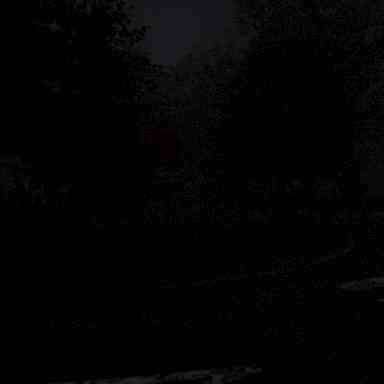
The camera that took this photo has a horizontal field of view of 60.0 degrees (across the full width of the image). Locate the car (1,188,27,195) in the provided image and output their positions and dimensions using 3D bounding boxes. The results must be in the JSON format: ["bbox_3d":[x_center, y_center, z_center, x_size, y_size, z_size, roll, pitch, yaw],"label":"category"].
[{"bbox_3d":[-38.412,-0.115,71.950,4.674,1.452,2.002,-1,2,-21],"label":"car"}]

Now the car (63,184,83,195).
[{"bbox_3d":[-21.644,-0.164,63.422,4.553,1.767,2.185,-1,2,-21],"label":"car"}]

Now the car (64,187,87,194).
[{"bbox_3d":[-27.767,-0.395,79.227,5.008,1.535,2.097,-1,2,-21],"label":"car"}]

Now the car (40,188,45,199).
[{"bbox_3d":[-21.883,0.384,50.802,1.895,1.301,4.718,-1,1,-21],"label":"car"}]

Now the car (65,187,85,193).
[{"bbox_3d":[-29.792,-0.492,84.499,4.792,1.488,2.163,-1,2,-21],"label":"car"}]

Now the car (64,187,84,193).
[{"bbox_3d":[-31.926,-0.650,89.859,5.008,1.535,2.097,-1,2,-21],"label":"car"}]

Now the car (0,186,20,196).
[{"bbox_3d":[-34.321,-0.163,61.409,5.566,2.045,2.435,-1,1,-21],"label":"car"}]

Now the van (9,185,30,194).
[{"bbox_3d":[-41.389,-0.571,79.880,4.442,1.987,1.878,-1,2,-21],"label":"van"}]

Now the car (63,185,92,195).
[{"bbox_3d":[-23.717,-0.403,68.813,5.566,2.045,2.435,-1,2,-21],"label":"car"}]

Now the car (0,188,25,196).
[{"bbox_3d":[-36.356,-0.031,66.687,5.008,1.535,2.097,-1,2,-21],"label":"car"}]
